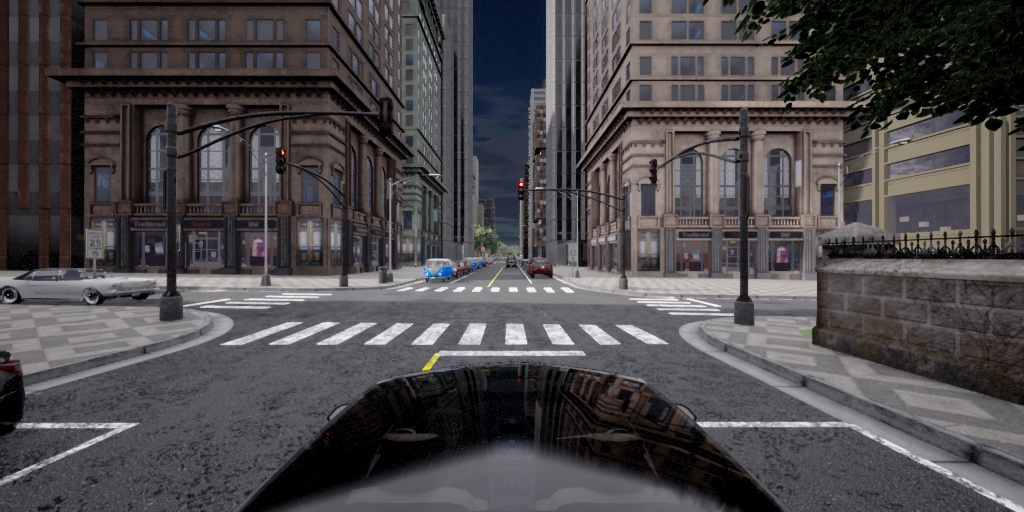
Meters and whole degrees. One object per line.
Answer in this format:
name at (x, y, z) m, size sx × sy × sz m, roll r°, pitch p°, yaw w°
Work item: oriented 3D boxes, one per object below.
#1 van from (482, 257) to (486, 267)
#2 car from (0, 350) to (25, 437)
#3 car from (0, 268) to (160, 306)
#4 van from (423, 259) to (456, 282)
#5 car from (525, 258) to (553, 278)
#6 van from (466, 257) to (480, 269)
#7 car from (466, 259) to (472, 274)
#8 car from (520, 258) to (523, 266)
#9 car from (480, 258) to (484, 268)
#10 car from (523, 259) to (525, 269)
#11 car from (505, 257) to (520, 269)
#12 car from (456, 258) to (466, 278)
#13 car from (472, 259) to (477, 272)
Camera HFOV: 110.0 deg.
van at (-5.876, 1.151, 61.090) m, size 1.690 × 1.789 × 3.998 m, roll 0°, pitch 0°, yaw 0°
car at (-5.762, 1.316, 1.786) m, size 1.948 × 1.339 × 4.313 m, roll 0°, pitch 0°, yaw 0°
car at (-16.564, 1.120, 13.688) m, size 4.718 × 1.301 × 1.895 m, roll 1°, pitch 0°, yaw 0°
van at (-5.814, 1.105, 28.443) m, size 1.690 × 1.789 × 3.998 m, roll 0°, pitch 0°, yaw 0°
car at (2.701, 1.085, 33.909) m, size 2.192 × 1.841 × 5.009 m, roll 0°, pitch 0°, yaw 0°
van at (-5.855, 1.134, 50.207) m, size 1.690 × 1.789 × 3.998 m, roll 0°, pitch 0°, yaw 0°
car at (-5.834, 1.322, 39.324) m, size 1.888 × 1.381 × 4.507 m, roll 0°, pitch 0°, yaw 0°
car at (2.660, 1.352, 55.672) m, size 2.007 × 1.370 × 4.403 m, roll 0°, pitch 0°, yaw 0°
car at (-5.866, 1.347, 55.649) m, size 1.888 × 1.381 × 4.507 m, roll 0°, pitch 0°, yaw 0°
car at (2.691, 1.092, 39.350) m, size 2.192 × 1.841 × 5.009 m, roll 0°, pitch 0°, yaw 0°
car at (-0.058, 1.312, 59.099) m, size 1.837 × 1.490 × 4.892 m, roll 0°, pitch 0°, yaw 1°
car at (-5.824, 1.210, 33.884) m, size 1.967 × 1.591 × 4.097 m, roll 0°, pitch 0°, yaw 0°
car at (-5.845, 1.351, 44.766) m, size 1.948 × 1.339 × 4.313 m, roll 0°, pitch 0°, yaw 0°
